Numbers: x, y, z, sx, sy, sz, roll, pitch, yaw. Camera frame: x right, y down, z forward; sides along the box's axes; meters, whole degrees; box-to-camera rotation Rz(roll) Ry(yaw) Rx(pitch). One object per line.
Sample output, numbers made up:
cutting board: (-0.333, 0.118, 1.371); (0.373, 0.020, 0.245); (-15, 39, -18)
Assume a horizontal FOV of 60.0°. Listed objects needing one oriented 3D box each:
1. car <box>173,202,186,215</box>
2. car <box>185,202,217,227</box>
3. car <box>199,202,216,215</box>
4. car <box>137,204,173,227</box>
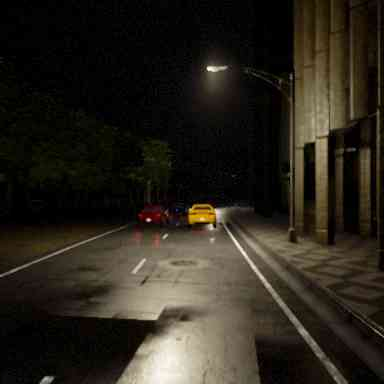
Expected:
car: (-1.546, 2.036, 41.352); (1.882, 1.535, 5.008); (0, -1, 5)
car: (0.780, 1.666, 24.206); (1.882, 1.535, 5.008); (0, -1, 3)
car: (2.025, 2.059, 41.972); (1.882, 1.535, 5.008); (0, -1, 5)
car: (-2.727, 1.708, 24.079); (1.812, 1.442, 4.674); (0, -1, 3)
